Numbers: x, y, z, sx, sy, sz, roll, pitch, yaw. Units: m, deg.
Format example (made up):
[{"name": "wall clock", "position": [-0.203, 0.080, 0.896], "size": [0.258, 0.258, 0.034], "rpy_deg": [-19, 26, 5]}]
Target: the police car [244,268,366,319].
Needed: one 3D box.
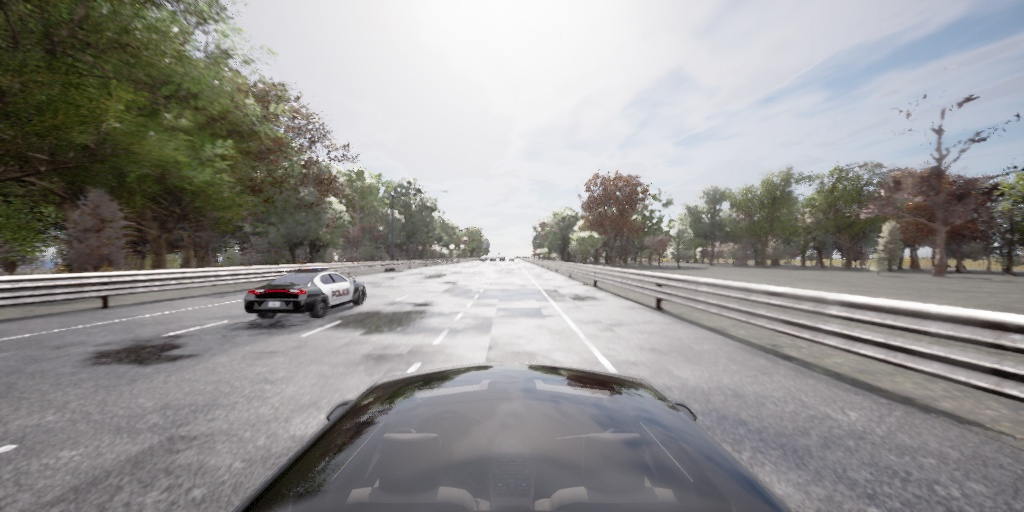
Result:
[{"name": "police car", "position": [-6.993, 1.230, 12.963], "size": [2.038, 1.542, 4.974], "rpy_deg": [0, 0, 0]}]
